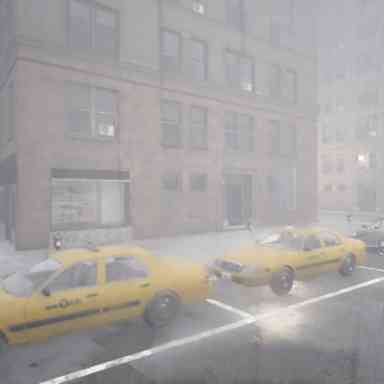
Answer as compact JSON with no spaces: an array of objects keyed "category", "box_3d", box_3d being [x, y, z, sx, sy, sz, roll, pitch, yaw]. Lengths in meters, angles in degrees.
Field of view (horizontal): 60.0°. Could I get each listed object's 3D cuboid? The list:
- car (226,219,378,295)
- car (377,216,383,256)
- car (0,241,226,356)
[{"category":"car","box_3d":[2.719,1.525,8.703,4.829,1.417,1.752,0,0,-35]},{"category":"car","box_3d":[7.472,1.548,12.092,4.403,1.369,2.008,0,0,-35]},{"category":"car","box_3d":[-1.896,1.526,5.411,4.829,1.417,1.752,0,0,-35]}]
